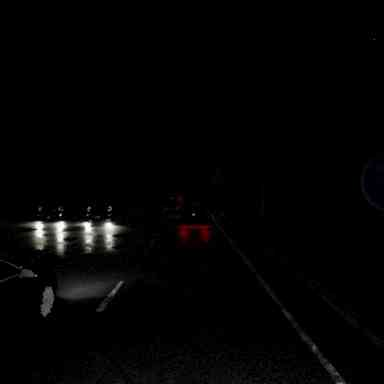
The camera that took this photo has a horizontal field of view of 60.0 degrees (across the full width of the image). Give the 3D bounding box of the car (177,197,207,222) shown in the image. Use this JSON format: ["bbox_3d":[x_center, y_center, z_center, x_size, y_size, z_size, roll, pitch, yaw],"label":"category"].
[{"bbox_3d":[0.110,1.394,25.432,1.882,1.535,5.008,0,0,0],"label":"car"}]

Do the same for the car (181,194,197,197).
[{"bbox_3d":[0.053,1.280,41.345,2.128,1.511,4.902,0,1,0],"label":"car"}]

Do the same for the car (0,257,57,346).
[{"bbox_3d":[-3.400,1.501,4.237,1.837,1.490,4.892,0,0,0],"label":"car"}]

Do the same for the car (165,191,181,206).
[{"bbox_3d":[-2.592,0.925,49.401,2.150,2.045,5.566,0,1,5],"label":"car"}]

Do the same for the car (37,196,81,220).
[{"bbox_3d":[-10.501,1.259,26.620,2.097,1.767,4.553,0,1,0],"label":"car"}]

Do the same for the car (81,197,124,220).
[{"bbox_3d":[-6.998,1.255,27.004,2.097,1.767,4.553,0,1,0],"label":"car"}]
